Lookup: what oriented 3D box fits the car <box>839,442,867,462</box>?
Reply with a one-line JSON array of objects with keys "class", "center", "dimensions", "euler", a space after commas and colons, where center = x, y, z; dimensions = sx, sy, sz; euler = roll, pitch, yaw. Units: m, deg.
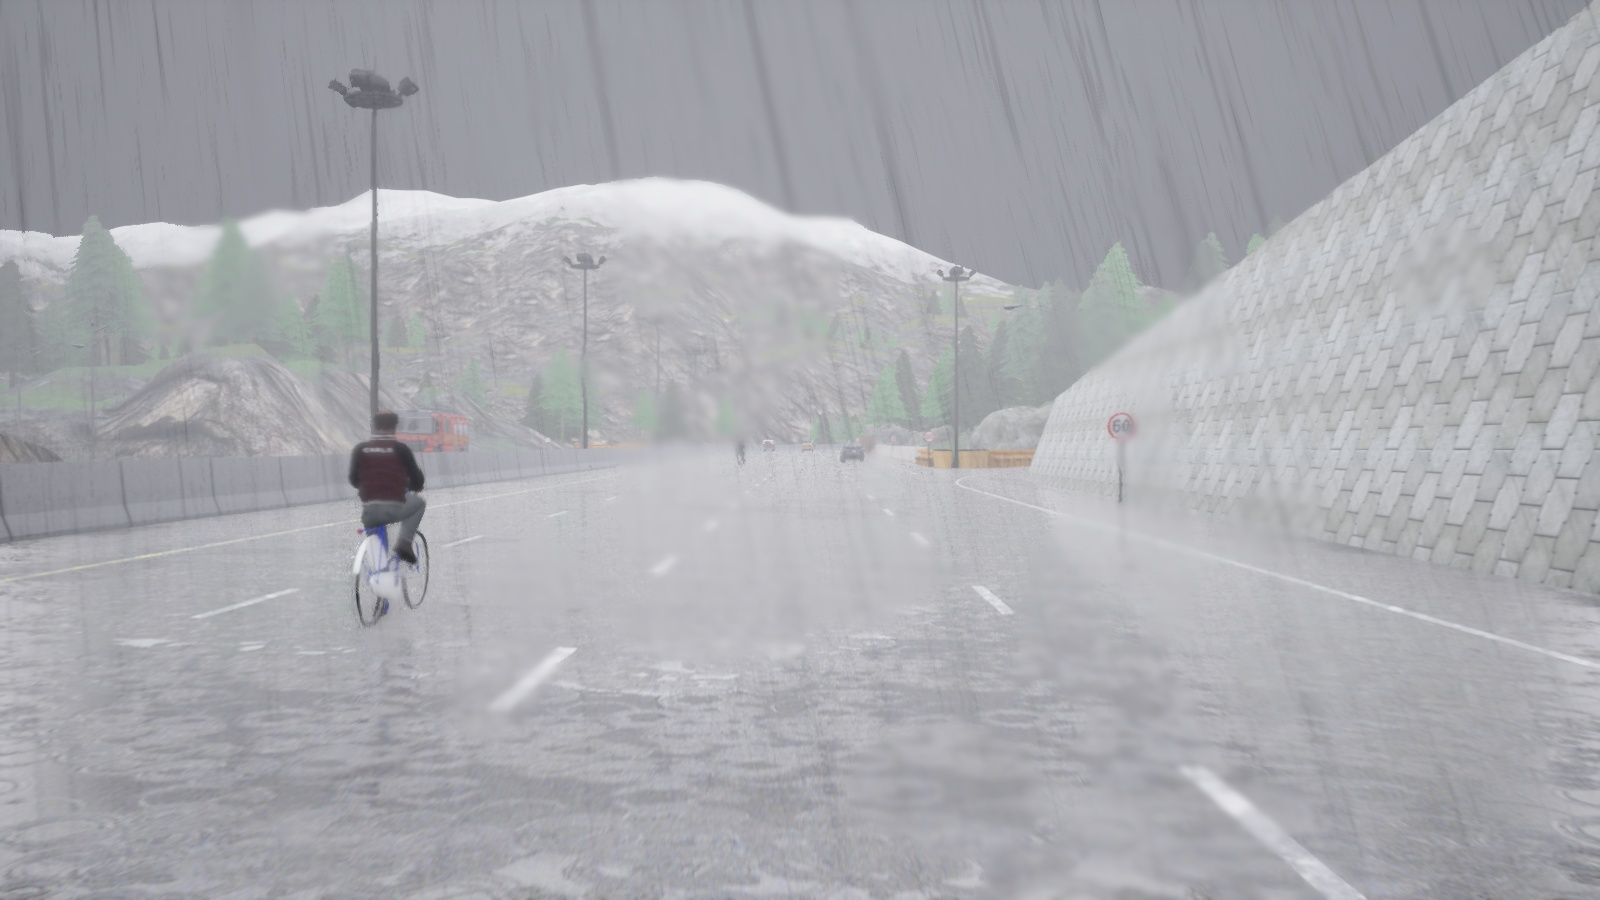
[{"class": "car", "center": [4.065, 0.152, 96.516], "dimensions": [2.007, 1.525, 4.514], "euler": [0, 0, 0]}]

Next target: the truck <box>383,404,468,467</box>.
[{"class": "truck", "center": [-24.022, -0.894, 81.077], "dimensions": [2.891, 3.827, 8.468], "euler": [0, 0, 0]}]

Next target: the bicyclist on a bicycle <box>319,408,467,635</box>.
[{"class": "bicyclist on a bicycle", "center": [-3.423, 0.554, 10.740], "dimensions": [0.659, 1.776, 1.843], "euler": [0, 1, 0]}]
